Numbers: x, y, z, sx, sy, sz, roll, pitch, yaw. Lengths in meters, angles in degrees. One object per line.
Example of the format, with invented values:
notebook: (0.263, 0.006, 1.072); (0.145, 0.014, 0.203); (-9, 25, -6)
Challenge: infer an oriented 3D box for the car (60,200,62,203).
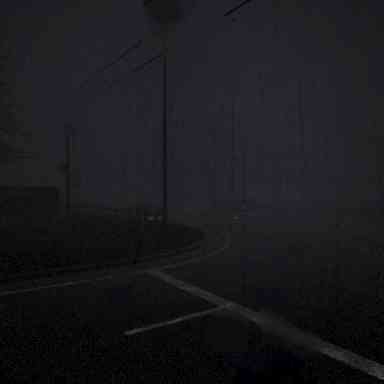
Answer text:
car: (-24.972, 1.597, 60.148); (1.895, 1.301, 4.718); (0, 0, -36)

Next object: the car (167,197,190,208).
car: (-2.763, 1.520, 47.209); (1.812, 1.442, 4.674); (0, 1, -36)

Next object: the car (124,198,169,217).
car: (-4.366, 1.560, 31.502); (1.994, 1.385, 4.181); (0, 0, -36)

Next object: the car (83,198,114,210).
car: (-12.319, 1.543, 42.495); (2.033, 1.411, 5.357); (0, 0, -36)

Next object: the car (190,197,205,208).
car: (0.140, 1.518, 49.171); (1.812, 1.442, 4.674); (0, 0, -36)

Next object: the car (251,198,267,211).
car: (6.820, 1.495, 39.930); (1.837, 1.490, 4.892); (0, 0, -36)

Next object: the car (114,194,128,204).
car: (-13.021, 1.345, 61.479); (2.097, 1.767, 4.553); (0, 0, -35)

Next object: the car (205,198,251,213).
car: (3.978, 1.496, 37.884); (1.837, 1.490, 4.892); (0, 0, -36)
